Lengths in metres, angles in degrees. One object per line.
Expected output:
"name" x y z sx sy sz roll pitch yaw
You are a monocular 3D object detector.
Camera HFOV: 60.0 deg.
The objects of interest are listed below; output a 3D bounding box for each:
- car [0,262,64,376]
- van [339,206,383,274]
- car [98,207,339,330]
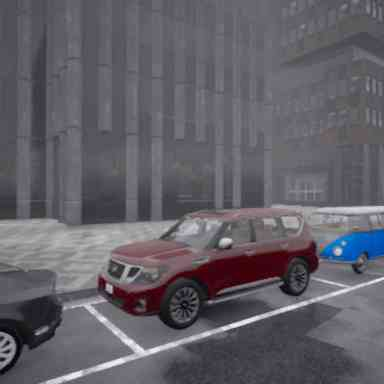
"car" -3.849 1.551 3.901 4.403 1.369 2.008 0 0 -35
"van" 5.149 1.344 10.318 3.998 1.788 1.690 0 0 -35
"car" 0.650 1.316 7.108 5.009 1.841 2.192 0 0 -35
